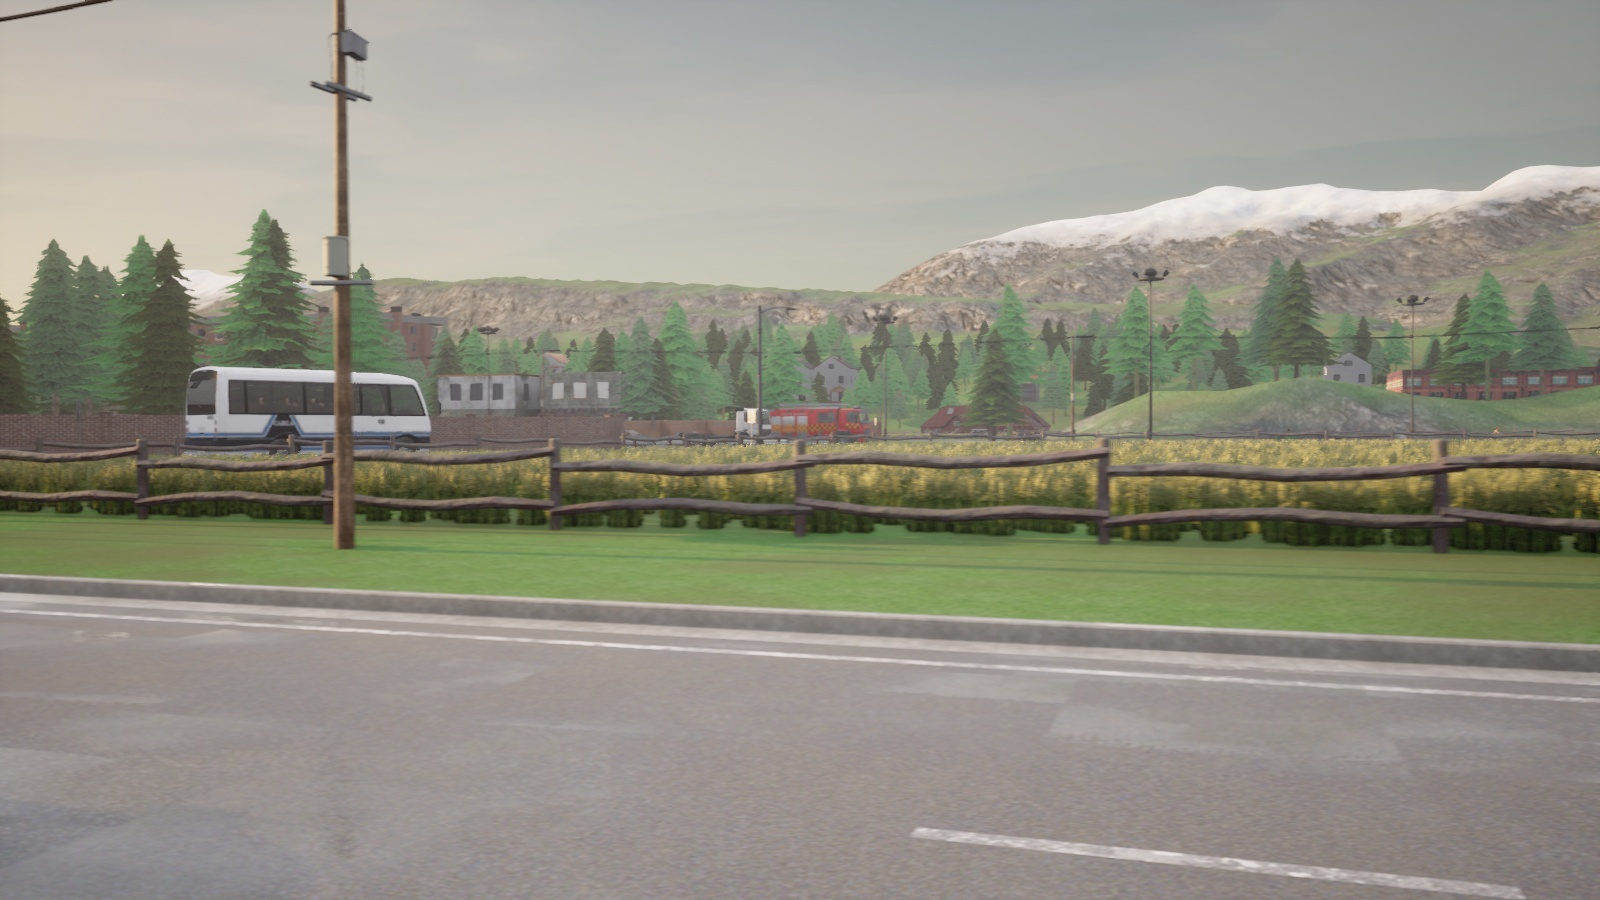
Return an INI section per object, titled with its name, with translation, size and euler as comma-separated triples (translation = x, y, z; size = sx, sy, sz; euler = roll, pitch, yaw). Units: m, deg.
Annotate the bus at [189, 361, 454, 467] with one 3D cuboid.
[bus]
translation = -20.877, -1.517, 55.479
size = 3.944, 4.253, 10.273
euler = 1, 1, 41
